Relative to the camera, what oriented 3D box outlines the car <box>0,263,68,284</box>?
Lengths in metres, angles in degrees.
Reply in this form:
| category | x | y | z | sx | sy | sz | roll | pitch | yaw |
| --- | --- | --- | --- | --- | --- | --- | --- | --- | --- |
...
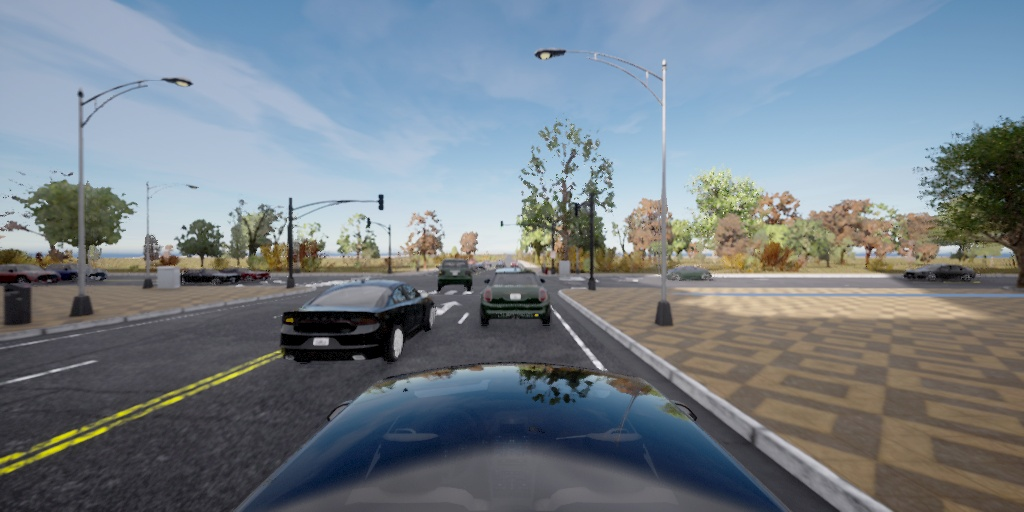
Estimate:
| category | x | y | z | sx | sy | sz | roll | pitch | yaw |
| --- | --- | --- | --- | --- | --- | --- | --- | --- | --- |
| car | -40.259 | 1.483 | 29.535 | 4.553 | 1.767 | 2.097 | 0 | 0 | 2 |

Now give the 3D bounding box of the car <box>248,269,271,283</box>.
| category | x | y | z | sx | sy | sz | roll | pitch | yaw |
| --- | --- | --- | --- | --- | --- | --- | --- | --- | --- |
| car | -24.328 | 1.692 | 32.090 | 4.718 | 1.301 | 1.895 | 0 | 0 | 3 |

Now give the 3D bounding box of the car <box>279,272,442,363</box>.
| category | x | y | z | sx | sy | sz | roll | pitch | yaw |
| --- | --- | --- | --- | --- | --- | --- | --- | --- | --- |
| car | -3.153 | 1.293 | 8.395 | 1.882 | 1.535 | 5.008 | 0 | -1 | 0 |

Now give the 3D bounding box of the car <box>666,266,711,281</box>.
| category | x | y | z | sx | sy | sz | roll | pitch | yaw |
| --- | --- | --- | --- | --- | --- | --- | --- | --- | --- |
| car | 16.023 | 1.573 | 33.172 | 4.181 | 1.385 | 1.994 | 0 | 0 | 3 |

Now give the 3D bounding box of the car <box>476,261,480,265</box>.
| category | x | y | z | sx | sy | sz | roll | pitch | yaw |
| --- | --- | --- | --- | --- | --- | --- | --- | --- | --- |
| car | -6.472 | 1.784 | 53.277 | 2.033 | 1.411 | 5.357 | 0 | 0 | 1 |

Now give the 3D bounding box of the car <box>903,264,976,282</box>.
| category | x | y | z | sx | sy | sz | roll | pitch | yaw |
| --- | --- | --- | --- | --- | --- | --- | --- | --- | --- |
| car | 38.204 | 1.480 | 32.111 | 4.892 | 1.490 | 1.837 | 0 | 0 | 3 |

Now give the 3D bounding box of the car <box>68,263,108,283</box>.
| category | x | y | z | sx | sy | sz | roll | pitch | yaw |
| --- | --- | --- | --- | --- | --- | --- | --- | --- | --- |
| car | -39.952 | 1.465 | 32.778 | 4.553 | 1.767 | 2.097 | 0 | 0 | 3 |

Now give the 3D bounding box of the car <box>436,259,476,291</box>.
| category | x | y | z | sx | sy | sz | roll | pitch | yaw |
| --- | --- | --- | --- | --- | --- | --- | --- | --- | --- |
| car | -3.950 | 1.255 | 24.349 | 2.150 | 2.045 | 5.566 | 1 | -2 | -11 |

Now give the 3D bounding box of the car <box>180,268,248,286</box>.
| category | x | y | z | sx | sy | sz | roll | pitch | yaw |
| --- | --- | --- | --- | --- | --- | --- | --- | --- | --- |
| car | -24.510 | 1.710 | 28.845 | 4.718 | 1.301 | 1.895 | 0 | 0 | 3 |

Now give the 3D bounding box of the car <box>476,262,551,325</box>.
| category | x | y | z | sx | sy | sz | roll | pitch | yaw |
| --- | --- | --- | --- | --- | --- | --- | --- | --- | --- |
| car | 0.098 | 1.205 | 12.359 | 2.097 | 1.767 | 4.553 | 0 | -1 | 0 |
